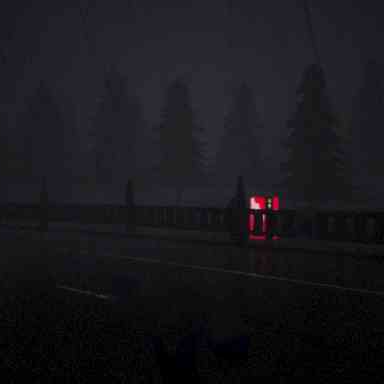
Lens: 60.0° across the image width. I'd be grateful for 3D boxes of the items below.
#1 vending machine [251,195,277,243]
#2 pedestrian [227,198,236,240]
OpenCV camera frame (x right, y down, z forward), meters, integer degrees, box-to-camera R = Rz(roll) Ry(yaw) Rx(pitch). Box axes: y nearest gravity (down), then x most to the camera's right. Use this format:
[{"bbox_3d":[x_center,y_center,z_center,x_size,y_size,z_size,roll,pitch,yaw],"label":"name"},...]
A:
[{"bbox_3d":[3.308,1.195,15.253,0.880,2.100,1.100,0,0,32],"label":"vending machine"},{"bbox_3d":[1.763,1.141,14.489,0.375,1.860,0.375,0,0,31],"label":"pedestrian"}]
